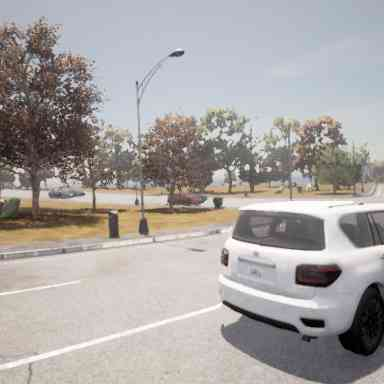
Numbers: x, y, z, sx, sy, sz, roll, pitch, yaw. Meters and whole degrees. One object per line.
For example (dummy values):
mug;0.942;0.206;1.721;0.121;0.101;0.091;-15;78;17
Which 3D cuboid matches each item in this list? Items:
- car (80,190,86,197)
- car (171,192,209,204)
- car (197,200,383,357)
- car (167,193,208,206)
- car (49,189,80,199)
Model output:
car;-19.991;0.153;56.555;4.181;1.385;1.994;2;4;33
car;-0.255;0.749;43.742;4.718;1.301;1.895;0;3;33
car;2.969;1.181;6.278;5.566;2.045;2.150;0;0;-39
car;-0.884;0.853;39.983;4.674;1.442;1.812;0;3;33
car;-20.694;0.295;52.829;4.902;1.511;2.128;2;4;33
